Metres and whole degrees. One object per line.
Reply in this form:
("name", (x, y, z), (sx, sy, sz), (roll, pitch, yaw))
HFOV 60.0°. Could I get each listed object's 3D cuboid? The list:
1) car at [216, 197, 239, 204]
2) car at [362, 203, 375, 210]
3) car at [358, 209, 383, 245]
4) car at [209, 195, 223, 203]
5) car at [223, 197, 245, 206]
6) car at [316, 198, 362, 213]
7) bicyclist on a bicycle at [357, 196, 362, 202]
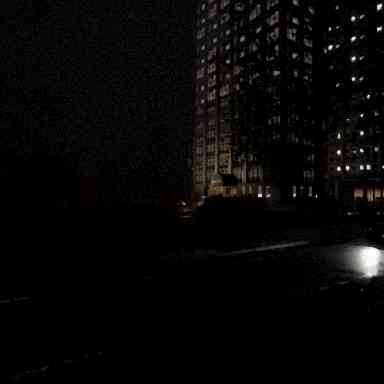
("car", (6.856, 1.601, 65.327), (1.895, 1.301, 4.718), (1, 0, -34))
("car", (17.629, 1.495, 37.412), (2.033, 1.411, 5.357), (1, 0, -34))
("car", (9.307, 1.565, 14.333), (4.181, 1.385, 1.994), (0, 0, -36))
("car", (4.194, 1.305, 63.468), (2.097, 1.767, 4.553), (1, 0, -34))
("car", (7.218, 1.371, 47.113), (2.128, 1.511, 4.902), (1, 0, -34))
("car", (15.019, 1.406, 35.472), (1.837, 1.490, 4.892), (1, 0, -34))
("bicyclist on a bicycle", (23.889, 1.397, 47.577), (1.656, 1.620, 0.582), (1, 0, -34))
